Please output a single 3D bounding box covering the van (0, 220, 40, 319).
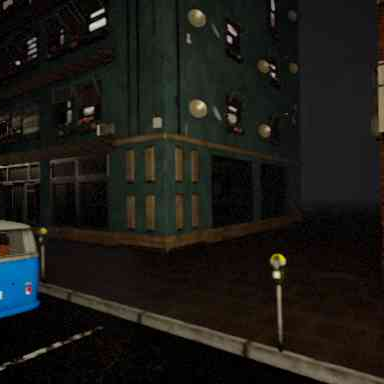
[{"bbox_3d":[-4.492,1.345,6.097,3.998,1.788,1.690,0,-1,36],"label":"van"}]
